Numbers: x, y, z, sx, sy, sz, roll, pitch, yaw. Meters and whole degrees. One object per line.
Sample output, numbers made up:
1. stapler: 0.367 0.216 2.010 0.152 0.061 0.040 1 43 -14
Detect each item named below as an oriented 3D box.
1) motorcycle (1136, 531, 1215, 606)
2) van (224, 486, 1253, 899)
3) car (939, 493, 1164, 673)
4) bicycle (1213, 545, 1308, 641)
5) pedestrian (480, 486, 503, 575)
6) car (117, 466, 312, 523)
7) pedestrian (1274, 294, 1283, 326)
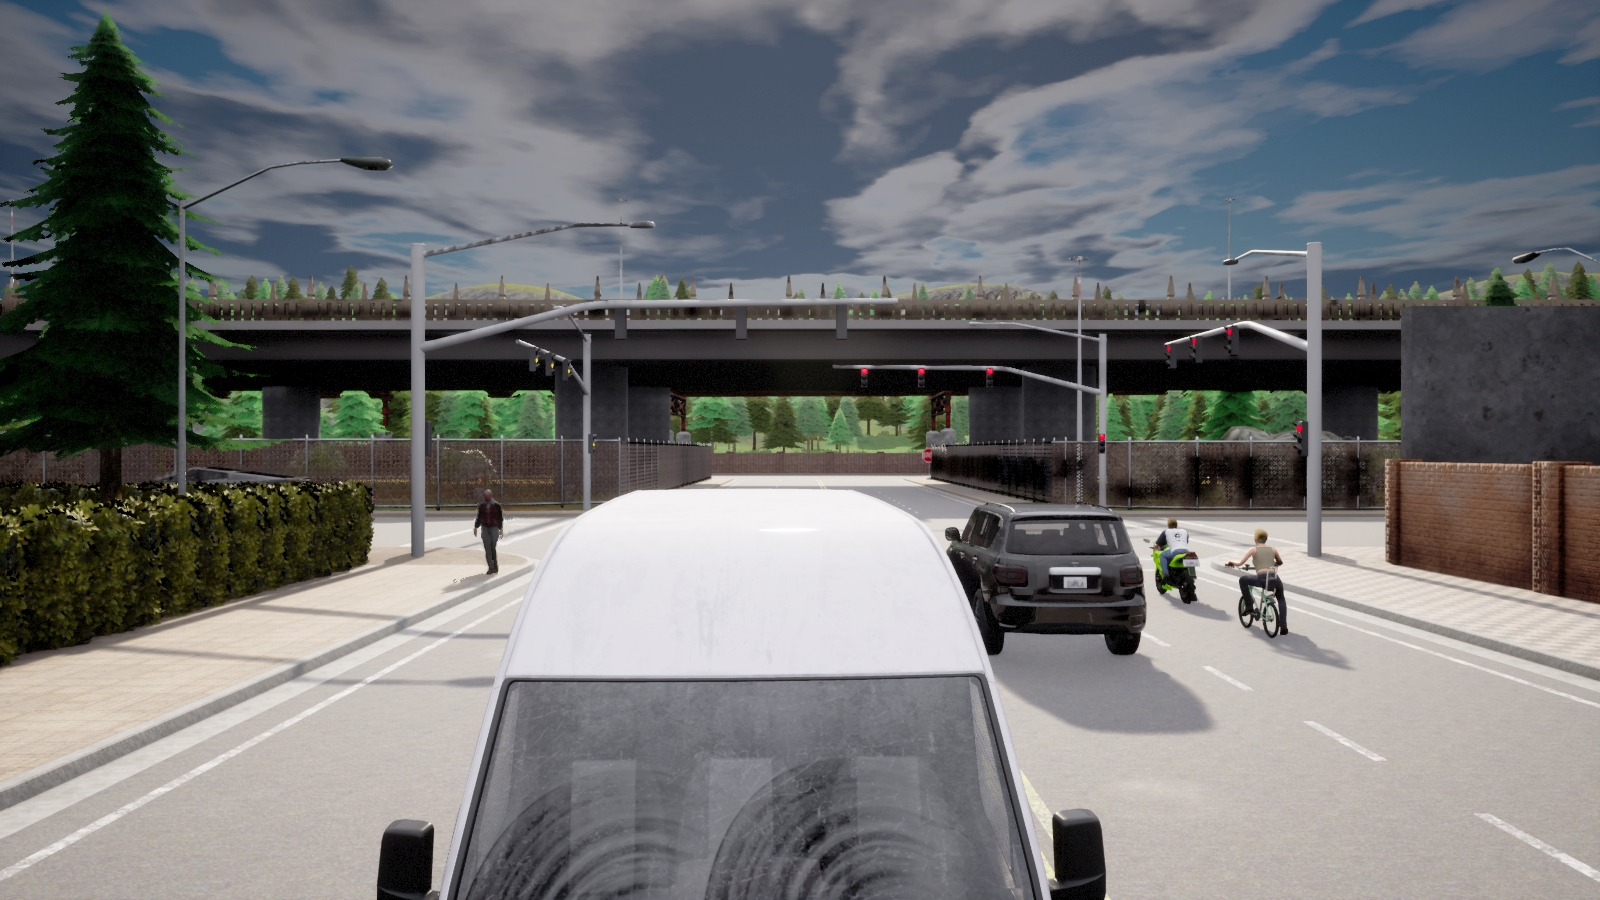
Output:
1. motorcycle: 6.995 2.187 21.401 0.803 1.199 2.033 0 0 0
2. van: -0.245 1.535 5.164 1.988 2.561 5.915 0 0 -3
3. car: 3.496 1.780 17.139 2.150 2.045 5.566 0 0 0
4. bicycle: 7.010 2.159 17.481 0.859 1.276 1.487 0 0 0
5. pedestrian: -6.536 1.697 24.193 0.375 1.860 0.375 0 0 2
6. car: -22.483 1.700 44.062 6.274 2.098 2.390 0 0 0
7. pedestrian: 28.376 -8.300 67.708 0.375 1.860 0.375 0 0 0
